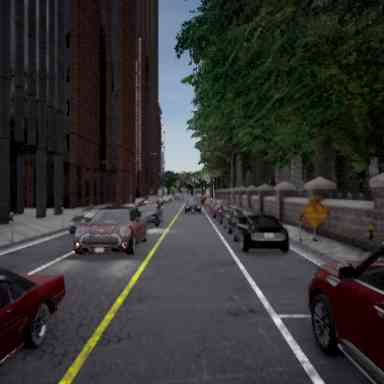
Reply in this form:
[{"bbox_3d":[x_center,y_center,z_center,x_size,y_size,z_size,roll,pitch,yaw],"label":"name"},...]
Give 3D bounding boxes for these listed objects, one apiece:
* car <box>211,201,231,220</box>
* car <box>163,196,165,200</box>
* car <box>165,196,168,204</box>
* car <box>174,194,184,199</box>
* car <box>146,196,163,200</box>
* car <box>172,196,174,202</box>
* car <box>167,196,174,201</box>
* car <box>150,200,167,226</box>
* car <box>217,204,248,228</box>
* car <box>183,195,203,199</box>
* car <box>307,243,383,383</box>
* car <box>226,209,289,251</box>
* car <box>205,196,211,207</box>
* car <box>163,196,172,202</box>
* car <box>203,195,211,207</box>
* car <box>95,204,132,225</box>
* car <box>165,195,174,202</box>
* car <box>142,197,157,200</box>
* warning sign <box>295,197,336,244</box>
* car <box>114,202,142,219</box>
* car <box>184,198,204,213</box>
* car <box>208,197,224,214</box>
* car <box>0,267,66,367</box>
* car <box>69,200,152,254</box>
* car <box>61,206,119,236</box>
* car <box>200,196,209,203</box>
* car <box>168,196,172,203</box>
[{"bbox_3d":[2.762,1.607,24.908,2.008,1.369,4.403,0,0,0],"label":"car"},{"bbox_3d":[-5.764,1.661,52.186,1.887,1.381,4.507,0,0,0],"label":"car"},{"bbox_3d":[-5.764,1.675,57.643,1.887,1.381,4.507,0,0,0],"label":"car"},{"bbox_3d":[-3.002,1.591,78.529,1.994,1.385,4.181,0,0,0],"label":"car"},{"bbox_3d":[-5.764,1.418,46.730,2.192,1.841,5.009,0,0,0],"label":"car"},{"bbox_3d":[-5.765,1.726,74.014,2.008,1.369,4.403,0,0,0],"label":"car"},{"bbox_3d":[-5.765,1.747,90.215,1.752,1.417,4.829,0,0,0],"label":"car"},{"bbox_3d":[-3.090,1.557,23.746,1.837,1.490,4.892,0,0,0],"label":"car"},{"bbox_3d":[2.762,1.594,19.452,2.008,1.369,4.403,0,0,0],"label":"car"},{"bbox_3d":[0.100,1.601,48.454,2.128,1.511,4.902,0,0,0],"label":"car"},{"bbox_3d":[2.763,1.323,3.083,2.192,1.841,5.009,0,0,0],"label":"car"},{"bbox_3d":[2.762,1.598,13.995,1.947,1.339,4.313,0,0,0],"label":"car"},{"bbox_3d":[2.762,1.520,35.822,1.967,1.590,4.097,0,0,0],"label":"car"},{"bbox_3d":[-5.765,1.735,79.471,1.887,1.381,4.507,0,0,0],"label":"car"},{"bbox_3d":[2.761,1.644,52.361,1.752,1.417,4.829,0,0,0],"label":"car"},{"bbox_3d":[-5.763,1.636,24.901,1.802,1.307,4.206,0,0,0],"label":"car"},{"bbox_3d":[-5.765,1.646,84.929,1.967,1.590,4.097,0,0,0],"label":"car"},{"bbox_3d":[-5.764,1.672,41.272,1.802,1.307,4.206,0,0,0],"label":"car"},{"bbox_3d":[5.067,1.147,13.739,1.300,1.860,1.060,0,0,0],"label":"warning sign"},{"bbox_3d":[-5.763,1.648,30.358,1.802,1.307,4.206,0,0,0],"label":"car"},{"bbox_3d":[0.103,1.684,37.686,1.895,1.301,4.718,0,0,0],"label":"car"},{"bbox_3d":[2.762,1.508,30.365,1.967,1.590,4.097,0,0,0],"label":"car"},{"bbox_3d":[-3.099,1.609,3.520,1.895,1.301,4.718,0,0,0],"label":"car"},{"bbox_3d":[-3.098,1.382,13.513,2.097,1.767,4.553,0,0,1],"label":"car"},{"bbox_3d":[-5.763,1.593,19.444,2.008,1.369,4.403,0,0,0],"label":"car"},{"bbox_3d":[2.760,1.703,74.187,1.752,1.417,4.829,0,0,0],"label":"car"},{"bbox_3d":[-5.765,1.601,68.558,1.967,1.590,4.097,0,0,0],"label":"car"}]
